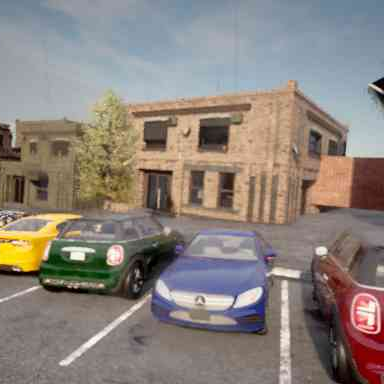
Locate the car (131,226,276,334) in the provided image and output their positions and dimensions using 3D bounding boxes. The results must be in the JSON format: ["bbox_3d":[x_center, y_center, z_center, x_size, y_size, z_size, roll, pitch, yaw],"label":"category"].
[{"bbox_3d":[0.724,1.486,6.935,2.002,1.452,4.674,1,0,15],"label":"car"}]

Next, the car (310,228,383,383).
[{"bbox_3d":[3.096,1.342,5.208,2.185,1.767,4.553,0,-1,16],"label":"car"}]

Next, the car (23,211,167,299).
[{"bbox_3d":[-1.686,1.303,8.606,2.185,1.767,4.553,0,-1,15],"label":"car"}]

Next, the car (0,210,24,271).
[{"bbox_3d":[-4.073,1.416,10.326,2.097,1.535,5.008,0,-1,15],"label":"car"}]
